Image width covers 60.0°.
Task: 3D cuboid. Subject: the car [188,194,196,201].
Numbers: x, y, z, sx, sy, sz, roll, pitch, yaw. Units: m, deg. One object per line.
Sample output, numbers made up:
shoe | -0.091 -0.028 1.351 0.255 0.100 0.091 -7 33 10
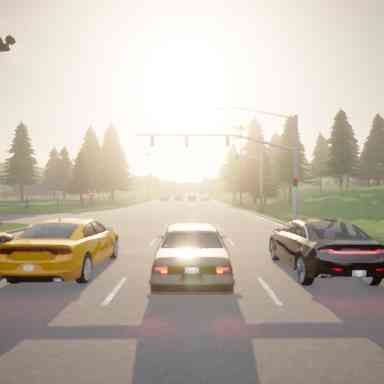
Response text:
car | 0.003 1.341 83.912 2.097 1.767 4.553 0 0 0

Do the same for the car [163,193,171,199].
car | -6.996 1.182 93.949 2.097 1.767 4.553 0 0 0

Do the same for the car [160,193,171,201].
car | -6.997 1.486 83.559 1.837 1.490 4.892 0 0 0

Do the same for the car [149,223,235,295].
car | 0.005 1.547 8.873 2.033 1.411 5.357 0 0 0

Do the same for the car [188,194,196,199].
car | 0.004 1.379 93.978 1.994 1.385 4.181 0 0 0

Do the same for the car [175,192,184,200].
car | -3.496 1.052 94.009 2.150 2.045 5.566 0 0 0

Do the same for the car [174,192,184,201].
car | -3.497 1.464 83.559 1.882 1.535 5.008 0 0 0

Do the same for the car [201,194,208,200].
car | 3.504 1.351 93.978 1.812 1.442 4.674 0 0 0

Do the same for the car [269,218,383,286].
car | 3.512 1.491 9.393 2.128 1.511 4.902 0 0 0

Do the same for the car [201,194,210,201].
car | 3.503 1.511 83.975 1.812 1.442 4.674 0 0 0

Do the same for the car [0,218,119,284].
car | -3.487 1.477 9.627 1.882 1.535 5.008 0 0 1
